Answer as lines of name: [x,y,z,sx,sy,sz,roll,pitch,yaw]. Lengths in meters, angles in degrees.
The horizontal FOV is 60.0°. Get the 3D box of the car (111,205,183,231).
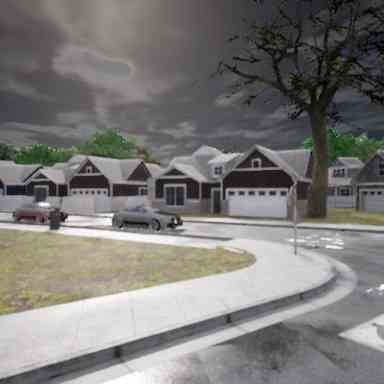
car: [-2.606,1.442,19.101,4.181,1.385,1.994,0,0,30]

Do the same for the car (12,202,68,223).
car: [-10.839,1.423,23.756,4.181,1.385,1.994,0,0,29]
